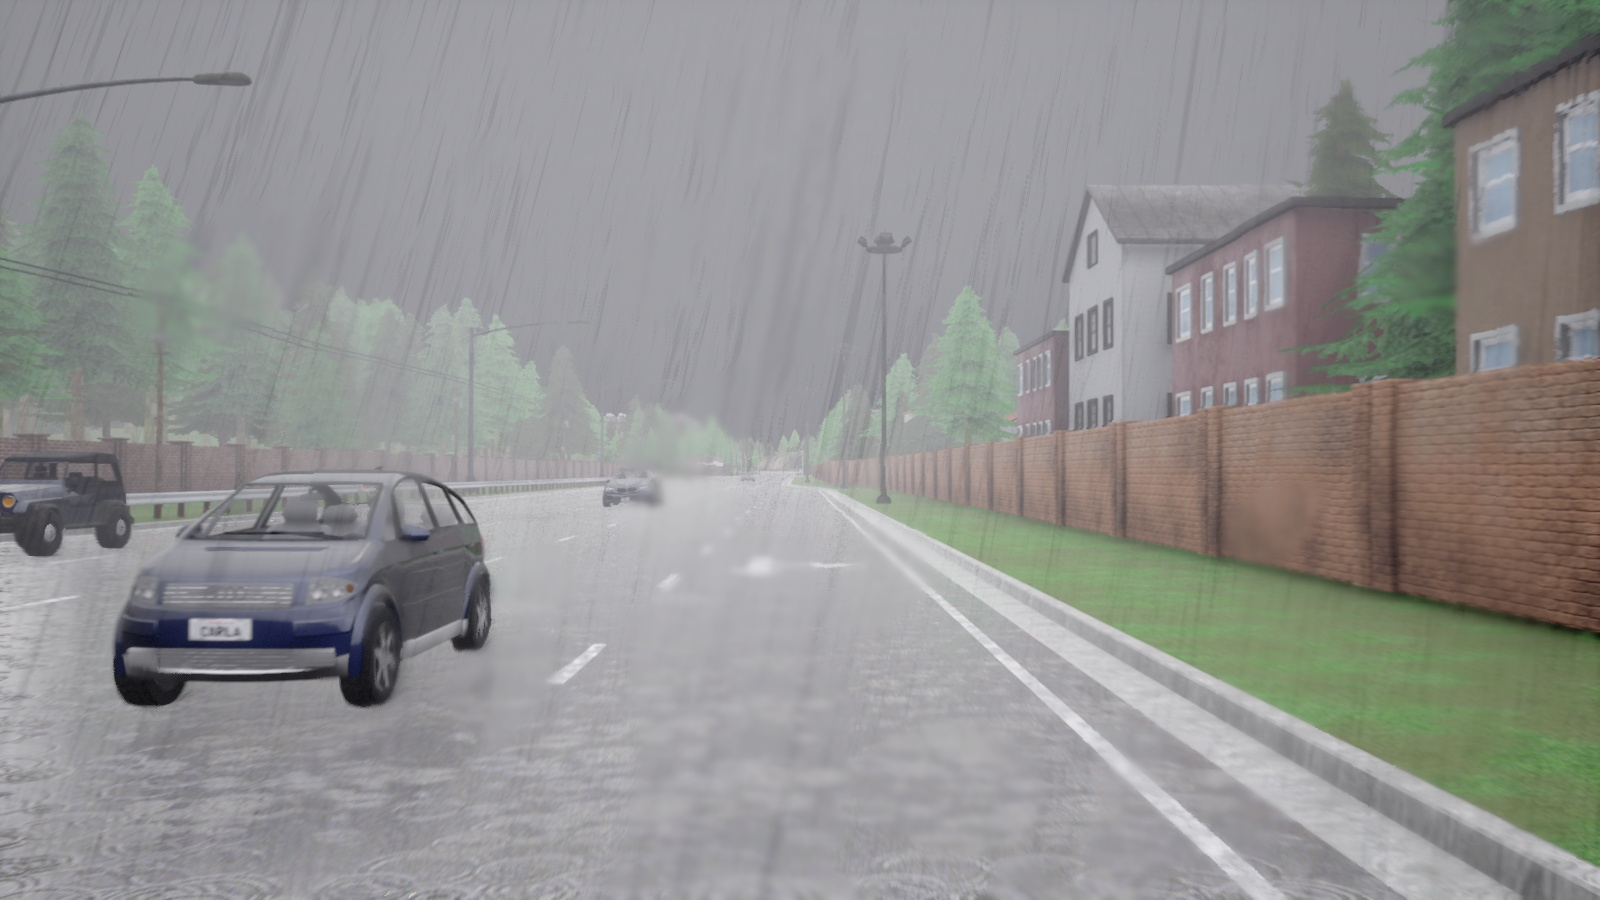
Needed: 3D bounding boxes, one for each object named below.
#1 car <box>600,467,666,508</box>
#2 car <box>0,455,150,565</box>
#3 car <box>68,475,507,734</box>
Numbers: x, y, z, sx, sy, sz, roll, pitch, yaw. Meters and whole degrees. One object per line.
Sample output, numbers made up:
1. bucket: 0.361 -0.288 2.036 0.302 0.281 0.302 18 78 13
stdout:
1. car: -7.132 1.593 53.979 2.242 1.667 4.611 0 -1 0
2. car: -14.058 1.059 23.379 1.905 1.878 3.866 0 -1 0
3. car: -3.523 0.966 9.430 1.789 1.549 3.705 0 -1 0
